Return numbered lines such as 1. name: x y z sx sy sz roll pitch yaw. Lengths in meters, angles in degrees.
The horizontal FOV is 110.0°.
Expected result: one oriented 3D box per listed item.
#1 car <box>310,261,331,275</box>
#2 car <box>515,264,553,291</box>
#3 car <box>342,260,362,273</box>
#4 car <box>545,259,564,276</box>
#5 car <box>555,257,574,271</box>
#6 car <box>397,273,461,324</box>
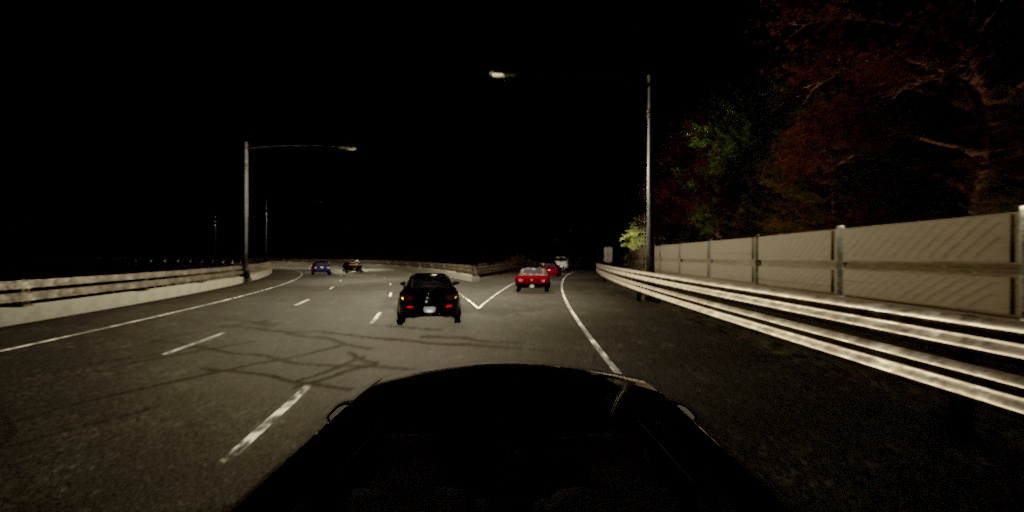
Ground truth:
1. car: -21.000 1.274 39.418 2.033 1.411 5.357 0 0 -30
2. car: 1.347 1.367 21.766 1.895 1.301 4.718 0 0 7
3. car: -19.299 1.224 43.241 2.128 1.511 4.902 0 0 -31
4. car: 4.041 1.346 37.191 1.994 1.385 4.181 0 0 12
5. car: 7.332 1.144 52.141 2.150 2.045 5.566 0 -1 13
6. car: -2.723 1.276 11.915 1.812 1.442 4.674 0 0 -13
